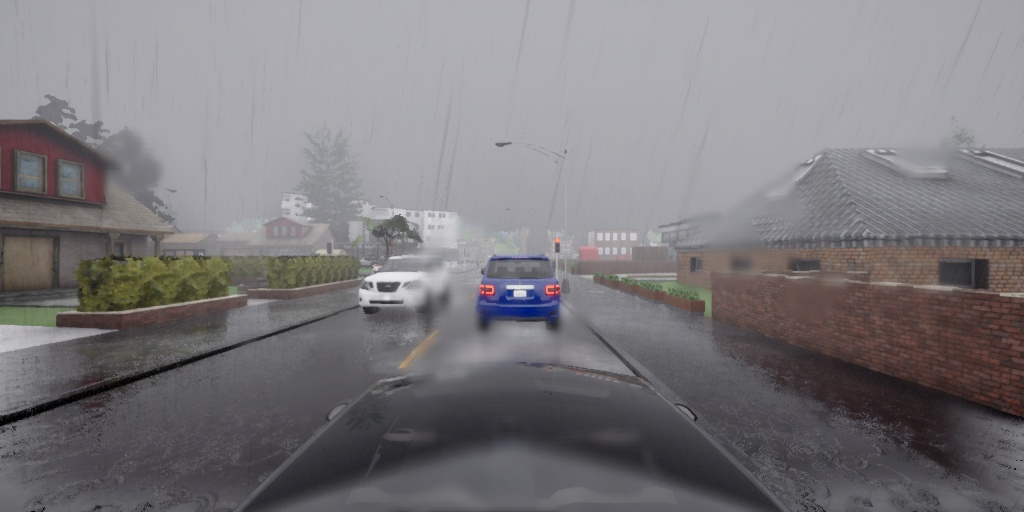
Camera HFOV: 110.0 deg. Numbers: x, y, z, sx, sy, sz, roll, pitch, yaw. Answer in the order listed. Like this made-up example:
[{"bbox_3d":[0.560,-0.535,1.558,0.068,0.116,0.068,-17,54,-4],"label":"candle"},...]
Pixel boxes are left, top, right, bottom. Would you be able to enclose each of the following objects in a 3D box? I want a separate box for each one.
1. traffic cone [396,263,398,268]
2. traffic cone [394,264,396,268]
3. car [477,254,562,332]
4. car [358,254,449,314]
[{"bbox_3d":[-15.027,1.557,46.504,0.344,0.586,0.344,0,0,0],"label":"traffic cone"},{"bbox_3d":[-15.393,1.560,45.937,0.344,0.586,0.344,0,0,0],"label":"traffic cone"},{"bbox_3d":[0.191,0.971,11.049,2.150,2.045,5.566,0,0,0],"label":"car"},{"bbox_3d":[-3.911,0.972,14.079,2.150,2.045,5.566,0,0,1],"label":"car"}]
